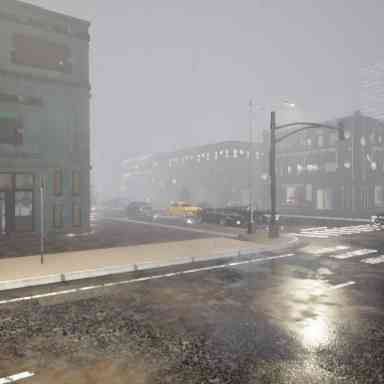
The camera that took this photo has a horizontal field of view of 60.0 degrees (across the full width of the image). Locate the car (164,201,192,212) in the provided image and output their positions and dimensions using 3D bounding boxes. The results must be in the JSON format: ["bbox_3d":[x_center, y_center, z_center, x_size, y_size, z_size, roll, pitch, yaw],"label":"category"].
[{"bbox_3d":[-1.970,1.965,46.060,1.802,1.307,4.206,-1,0,-35],"label":"car"}]

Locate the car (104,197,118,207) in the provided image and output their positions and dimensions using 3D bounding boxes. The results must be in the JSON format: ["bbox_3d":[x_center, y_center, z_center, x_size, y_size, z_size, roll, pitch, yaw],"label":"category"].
[{"bbox_3d":[-14.542,1.939,64.289,2.192,1.841,5.009,-1,0,-35],"label":"car"}]

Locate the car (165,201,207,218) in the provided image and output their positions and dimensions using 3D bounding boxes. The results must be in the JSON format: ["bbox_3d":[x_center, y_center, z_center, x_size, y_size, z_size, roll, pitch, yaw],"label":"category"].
[{"bbox_3d":[-0.898,1.803,34.314,1.882,1.535,5.008,-1,0,-34],"label":"car"}]

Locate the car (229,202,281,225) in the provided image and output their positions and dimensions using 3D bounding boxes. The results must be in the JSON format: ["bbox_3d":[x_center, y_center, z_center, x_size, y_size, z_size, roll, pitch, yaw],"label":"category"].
[{"bbox_3d":[4.787,1.702,26.084,2.128,1.511,4.902,-1,0,-33],"label":"car"}]

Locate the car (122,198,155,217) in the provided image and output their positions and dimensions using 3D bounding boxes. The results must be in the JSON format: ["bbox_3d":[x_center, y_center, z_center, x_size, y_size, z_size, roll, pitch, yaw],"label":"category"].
[{"bbox_3d":[-5.732,1.846,36.745,1.967,1.590,4.097,-1,0,-35],"label":"car"}]

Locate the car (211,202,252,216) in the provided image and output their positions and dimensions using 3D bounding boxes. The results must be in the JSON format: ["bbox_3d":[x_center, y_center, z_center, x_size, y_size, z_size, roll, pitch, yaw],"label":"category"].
[{"bbox_3d":[4.311,1.809,36.945,2.008,1.369,4.403,-2,0,-35],"label":"car"}]

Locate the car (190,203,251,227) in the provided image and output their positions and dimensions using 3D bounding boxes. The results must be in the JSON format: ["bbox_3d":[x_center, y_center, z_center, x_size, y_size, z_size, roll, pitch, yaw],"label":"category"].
[{"bbox_3d":[2.046,1.814,25.251,1.947,1.339,4.313,-1,0,-35],"label":"car"}]

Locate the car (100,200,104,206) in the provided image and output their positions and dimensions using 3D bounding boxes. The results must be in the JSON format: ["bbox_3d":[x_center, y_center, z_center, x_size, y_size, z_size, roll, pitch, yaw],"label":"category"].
[{"bbox_3d":[-17.677,2.227,68.847,1.887,1.381,4.507,-1,0,-35],"label":"car"}]

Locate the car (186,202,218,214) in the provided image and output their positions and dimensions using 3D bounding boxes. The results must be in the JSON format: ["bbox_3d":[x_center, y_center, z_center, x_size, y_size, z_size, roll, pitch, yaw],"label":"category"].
[{"bbox_3d":[1.170,1.903,41.503,1.802,1.307,4.206,-1,0,-35],"label":"car"}]

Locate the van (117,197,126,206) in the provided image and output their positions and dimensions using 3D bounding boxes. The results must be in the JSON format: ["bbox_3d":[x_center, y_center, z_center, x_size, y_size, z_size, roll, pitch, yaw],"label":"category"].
[{"bbox_3d":[-11.400,1.906,59.732,1.690,1.788,3.998,-1,0,-35],"label":"van"}]

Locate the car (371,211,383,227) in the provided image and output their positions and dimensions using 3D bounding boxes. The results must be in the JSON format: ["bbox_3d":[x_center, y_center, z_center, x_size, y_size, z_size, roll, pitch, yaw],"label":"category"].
[{"bbox_3d":[14.064,1.509,21.094,4.902,1.511,2.128,-1,0,6],"label":"car"}]
